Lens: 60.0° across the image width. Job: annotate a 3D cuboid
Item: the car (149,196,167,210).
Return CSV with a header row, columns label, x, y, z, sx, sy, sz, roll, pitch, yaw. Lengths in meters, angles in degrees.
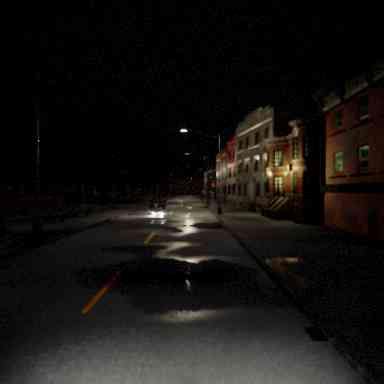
label,x,y,z,sx,sy,sz,roll,pitch,yaw
car,-4.052,1.291,40.082,2.128,1.511,4.902,0,0,0
